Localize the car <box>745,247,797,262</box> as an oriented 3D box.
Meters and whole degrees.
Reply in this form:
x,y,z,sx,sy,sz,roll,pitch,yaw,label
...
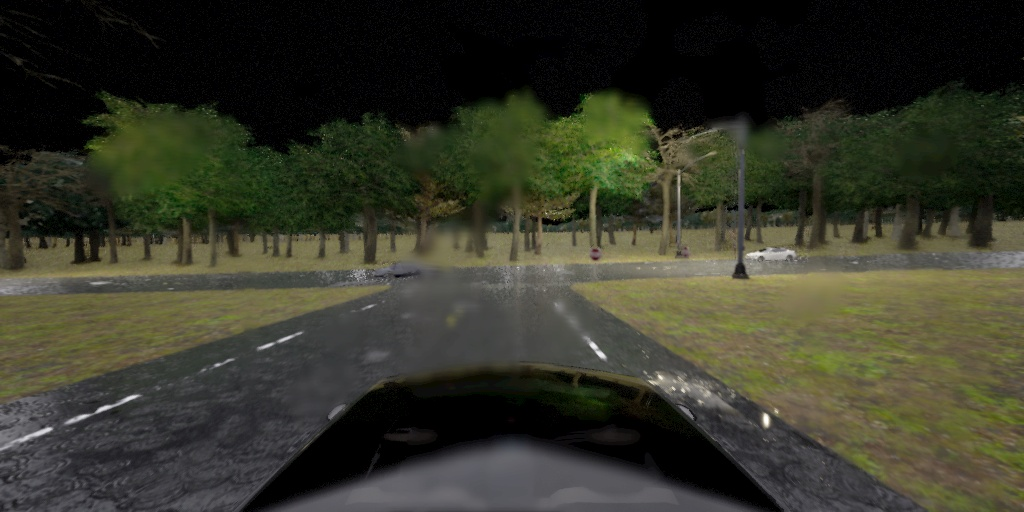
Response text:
x,y,z,sx,sy,sz,roll,pitch,yaw,label
26.360,-0.151,36.575,4.674,1.442,1.812,-3,4,0,car

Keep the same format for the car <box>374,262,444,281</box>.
x,y,z,sx,sy,sz,roll,pitch,yaw,label
-8.445,1.173,29.497,5.357,1.411,2.033,-3,2,0,car
